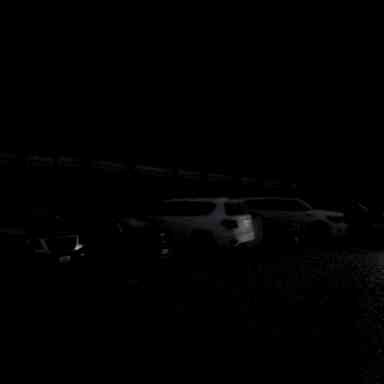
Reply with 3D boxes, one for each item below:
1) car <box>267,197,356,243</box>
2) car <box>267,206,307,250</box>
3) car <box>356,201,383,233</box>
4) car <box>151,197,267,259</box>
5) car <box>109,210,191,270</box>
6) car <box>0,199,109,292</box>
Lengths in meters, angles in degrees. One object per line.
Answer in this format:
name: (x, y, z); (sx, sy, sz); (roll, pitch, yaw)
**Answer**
car: (4.638, 1.243, 16.293); (5.566, 2.045, 2.435); (-1, -1, 34)
car: (2.180, 1.522, 14.532); (4.792, 1.488, 2.163); (-1, -1, 35)
car: (9.510, 1.373, 19.827); (4.553, 1.767, 2.185); (-1, -1, 35)
car: (-0.334, 1.240, 12.815); (5.566, 2.045, 2.435); (-1, -1, 34)
car: (-2.767, 1.490, 11.024); (4.892, 1.521, 2.231); (-1, -1, 35)
car: (-5.206, 1.235, 9.265); (5.566, 2.045, 2.435); (-1, -1, 35)
